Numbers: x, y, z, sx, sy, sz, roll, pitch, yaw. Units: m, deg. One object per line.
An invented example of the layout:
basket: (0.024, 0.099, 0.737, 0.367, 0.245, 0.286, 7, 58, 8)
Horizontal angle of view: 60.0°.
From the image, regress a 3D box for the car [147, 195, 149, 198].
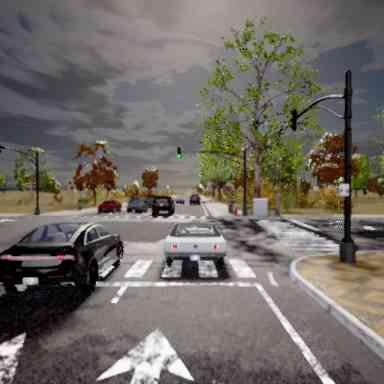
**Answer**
car: (-6.234, 1.479, 53.468, 2.150, 2.045, 5.566, 0, -1, 1)

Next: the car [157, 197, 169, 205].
car: (-5.912, 1.854, 68.667, 1.994, 1.385, 4.181, 0, 0, 1)

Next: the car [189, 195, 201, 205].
car: (0.586, 1.538, 68.466, 2.150, 2.045, 5.566, 0, 0, 1)

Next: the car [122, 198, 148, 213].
car: (-6.494, 1.745, 39.940, 2.033, 1.411, 5.357, 0, 0, 1)

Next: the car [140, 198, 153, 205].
car: (-9.184, 1.909, 67.585, 1.895, 1.301, 4.718, 0, 0, 1)

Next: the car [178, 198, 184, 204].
car: (-2.606, 1.922, 71.820, 1.895, 1.301, 4.718, 0, 0, 1)

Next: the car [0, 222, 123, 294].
car: (-3.150, 1.543, 8.913, 2.128, 1.511, 4.902, 0, -1, 0)

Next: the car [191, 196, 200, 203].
car: (0.765, 1.776, 78.852, 2.128, 1.511, 4.902, 0, 0, 1)

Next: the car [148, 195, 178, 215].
car: (-3.101, 1.409, 36.982, 2.150, 2.045, 5.566, 0, 0, 1)

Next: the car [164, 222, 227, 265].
car: (0.094, 1.715, 12.019, 1.895, 1.301, 4.718, 0, -2, 0)

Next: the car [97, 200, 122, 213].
car: (-9.740, 1.674, 39.796, 1.882, 1.535, 5.008, 0, 0, 3)
